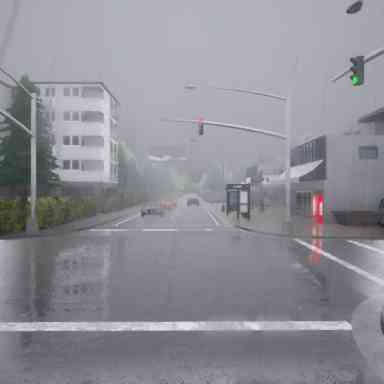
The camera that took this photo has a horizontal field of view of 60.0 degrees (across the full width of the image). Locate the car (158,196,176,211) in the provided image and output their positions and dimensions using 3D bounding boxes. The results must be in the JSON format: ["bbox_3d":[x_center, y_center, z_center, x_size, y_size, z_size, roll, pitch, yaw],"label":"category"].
[{"bbox_3d":[-3.497,1.352,40.733,2.097,1.767,4.553,0,0,0],"label":"car"}]

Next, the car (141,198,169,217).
[{"bbox_3d":[-3.527,1.564,31.031,1.994,1.385,4.181,0,0,0],"label":"car"}]

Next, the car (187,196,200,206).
[{"bbox_3d":[0.242,1.505,54.202,1.837,1.490,4.892,0,0,1],"label":"car"}]
